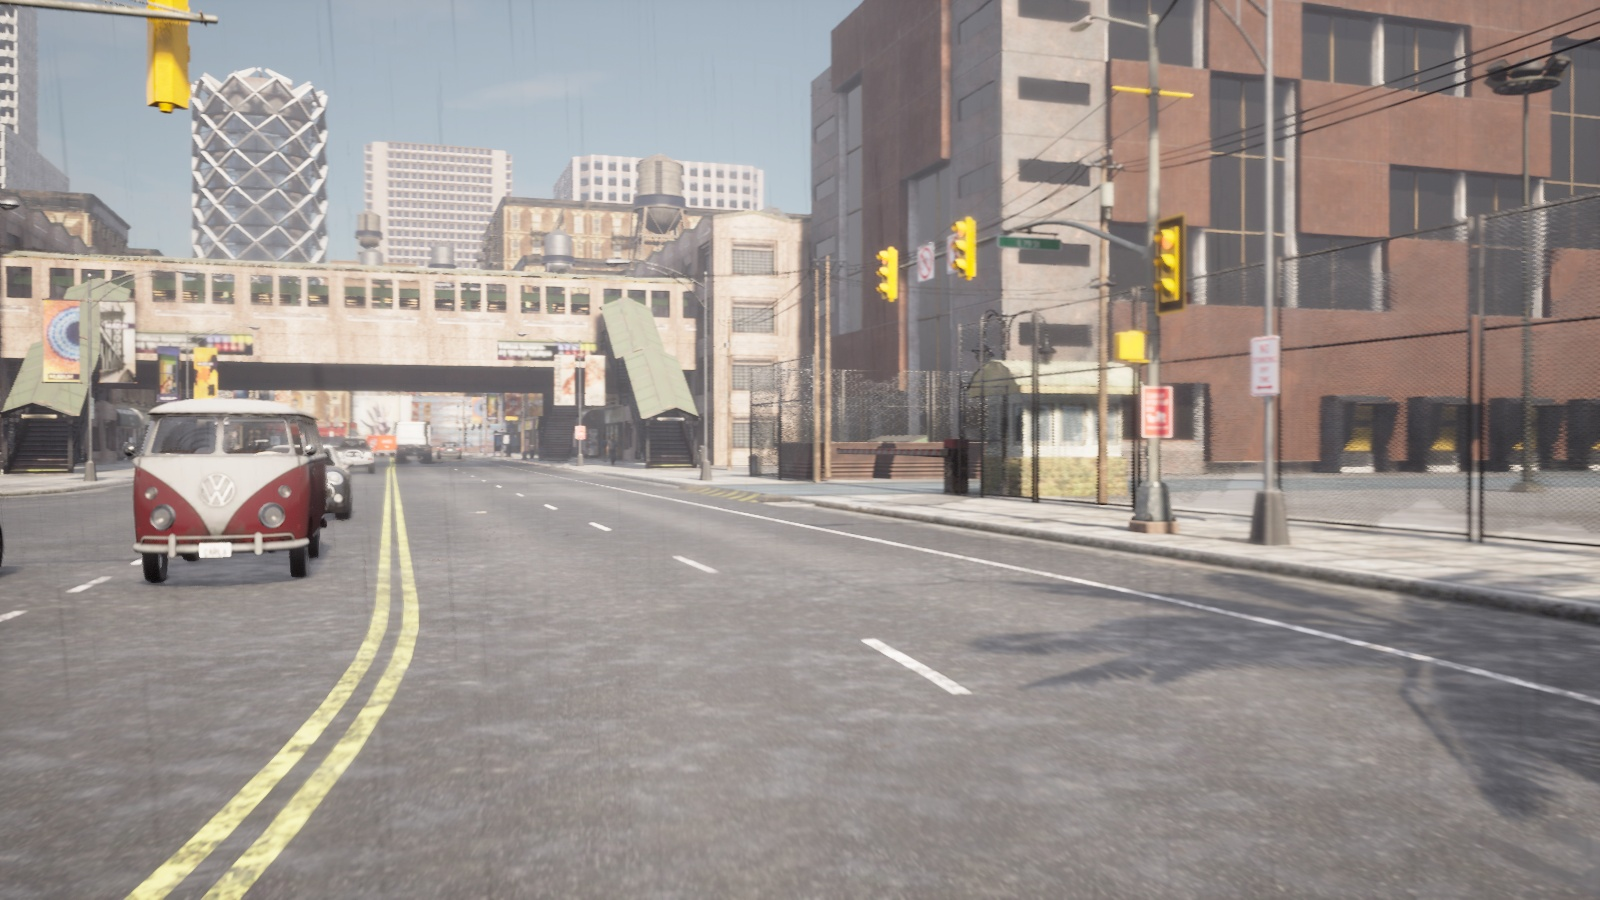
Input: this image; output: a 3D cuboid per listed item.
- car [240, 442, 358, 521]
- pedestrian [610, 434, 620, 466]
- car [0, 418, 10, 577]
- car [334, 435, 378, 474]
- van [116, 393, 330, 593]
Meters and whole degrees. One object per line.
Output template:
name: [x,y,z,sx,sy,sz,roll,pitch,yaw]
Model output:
car: [-10.053,0.570,25.445,1.970,1.475,3.806,0,0,-18]
pedestrian: [-10.618,-0.002,72.059,0.540,1.848,0.694,0,0,-13]
car: [-9.337,0.539,11.875,2.097,1.767,4.553,0,0,-18]
car: [-22.091,0.213,62.573,1.932,1.855,4.605,0,0,-18]
van: [-6.617,0.416,14.841,1.775,1.987,4.442,0,0,-18]
